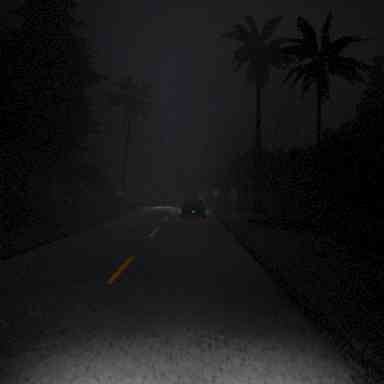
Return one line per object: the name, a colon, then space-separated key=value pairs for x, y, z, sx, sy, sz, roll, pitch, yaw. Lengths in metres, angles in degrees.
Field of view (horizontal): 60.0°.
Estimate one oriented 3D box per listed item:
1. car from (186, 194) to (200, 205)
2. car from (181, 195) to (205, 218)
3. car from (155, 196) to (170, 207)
car: x=0.104 y=1.168 z=53.589 sx=2.128 sy=1.511 sz=4.902 roll=0 pitch=0 yaw=0
car: x=0.102 y=1.320 z=28.251 sx=2.128 sy=1.511 sz=4.902 roll=0 pitch=0 yaw=0
car: x=-4.075 y=1.266 z=46.780 sx=2.033 sy=1.411 sz=5.357 roll=0 pitch=0 yaw=0
